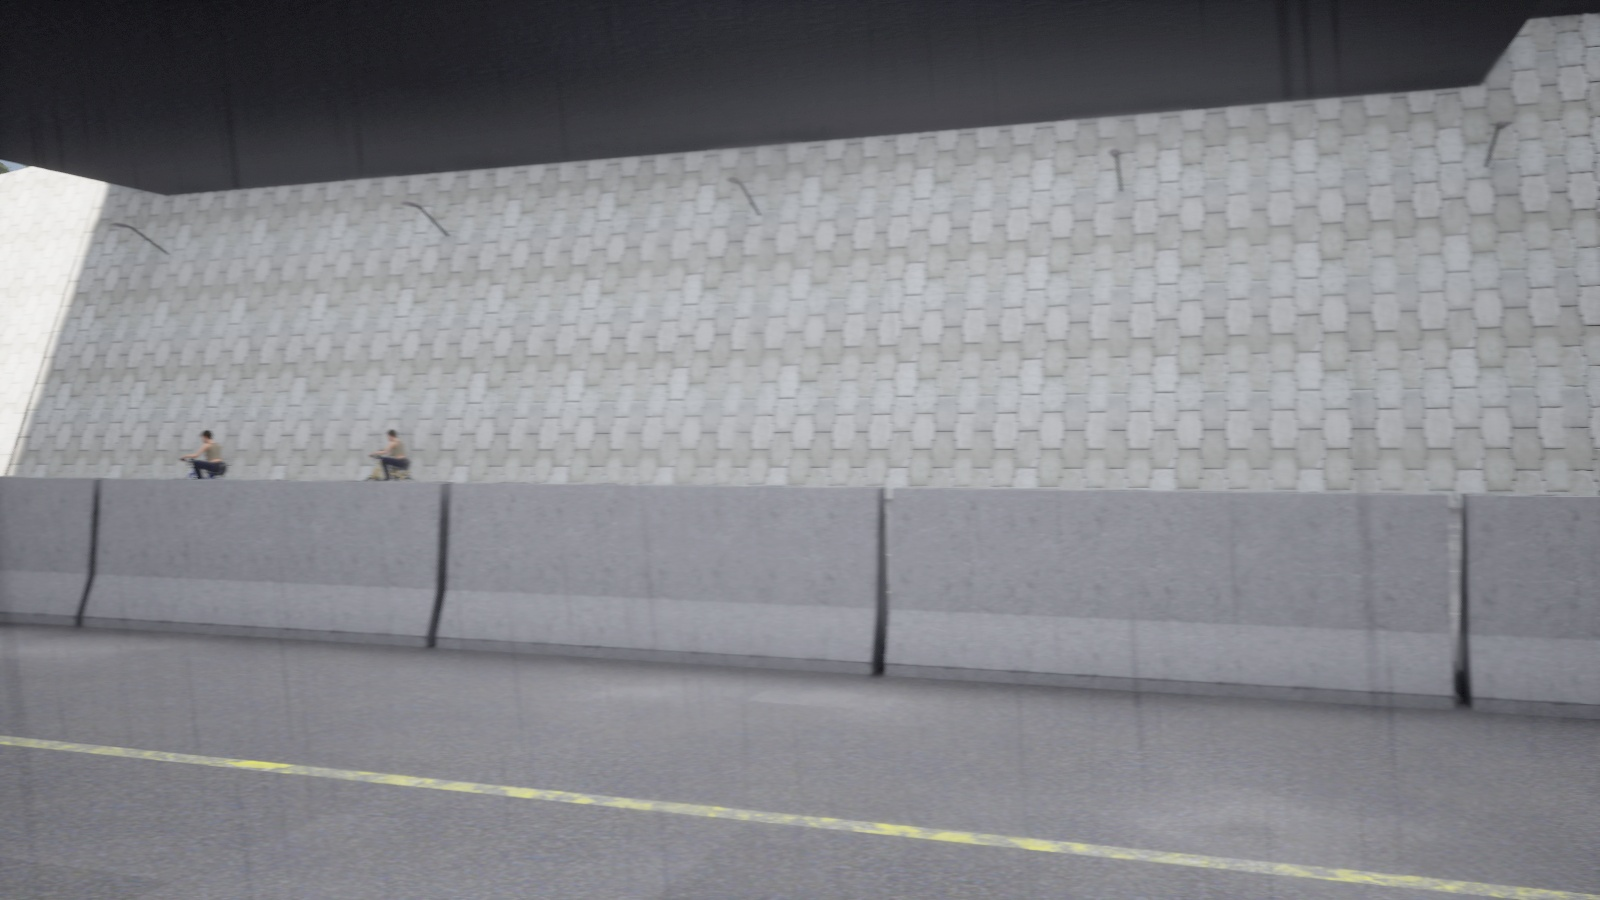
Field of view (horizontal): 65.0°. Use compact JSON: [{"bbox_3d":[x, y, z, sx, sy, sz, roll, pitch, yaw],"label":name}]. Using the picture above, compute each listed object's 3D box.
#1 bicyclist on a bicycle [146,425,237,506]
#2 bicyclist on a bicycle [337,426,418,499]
[{"bbox_3d":[-12.528,0.300,25.870,1.509,1.612,0.866,1,1,19],"label":"bicyclist on a bicycle"},{"bbox_3d":[-9.609,0.268,28.579,1.509,1.612,0.866,1,1,19],"label":"bicyclist on a bicycle"}]
